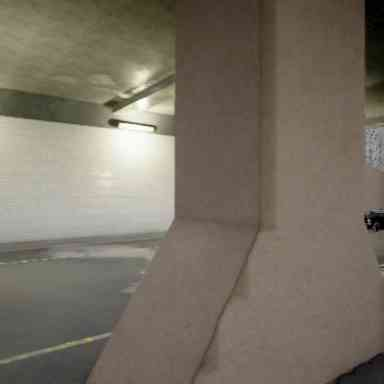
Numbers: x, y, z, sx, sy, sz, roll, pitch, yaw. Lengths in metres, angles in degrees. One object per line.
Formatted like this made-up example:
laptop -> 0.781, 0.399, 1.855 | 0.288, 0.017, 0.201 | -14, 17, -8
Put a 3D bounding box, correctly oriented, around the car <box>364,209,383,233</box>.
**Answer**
car -> 11.331, 1.707, 20.650 | 4.718, 1.301, 1.895 | 0, 0, -35
